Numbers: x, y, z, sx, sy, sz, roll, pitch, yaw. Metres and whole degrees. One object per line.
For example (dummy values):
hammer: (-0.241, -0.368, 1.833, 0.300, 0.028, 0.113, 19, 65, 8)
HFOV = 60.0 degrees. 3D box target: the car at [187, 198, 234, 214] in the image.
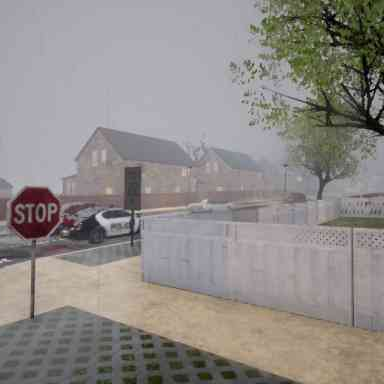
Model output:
car: (1.623, 1.179, 27.553, 1.895, 1.301, 4.718, 2, 2, 35)

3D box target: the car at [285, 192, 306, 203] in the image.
car: (14.066, 0.784, 44.946, 1.812, 1.442, 4.674, 2, 2, 36)

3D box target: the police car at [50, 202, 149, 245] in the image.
police car: (-3.647, 1.367, 15.200, 2.038, 1.542, 4.974, 2, 2, 35)

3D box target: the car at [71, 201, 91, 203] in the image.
car: (-5.905, 1.254, 16.931, 1.882, 1.535, 5.008, 2, 2, 35)
